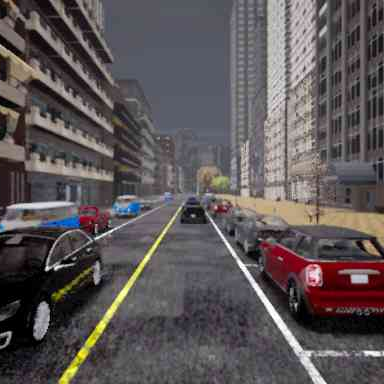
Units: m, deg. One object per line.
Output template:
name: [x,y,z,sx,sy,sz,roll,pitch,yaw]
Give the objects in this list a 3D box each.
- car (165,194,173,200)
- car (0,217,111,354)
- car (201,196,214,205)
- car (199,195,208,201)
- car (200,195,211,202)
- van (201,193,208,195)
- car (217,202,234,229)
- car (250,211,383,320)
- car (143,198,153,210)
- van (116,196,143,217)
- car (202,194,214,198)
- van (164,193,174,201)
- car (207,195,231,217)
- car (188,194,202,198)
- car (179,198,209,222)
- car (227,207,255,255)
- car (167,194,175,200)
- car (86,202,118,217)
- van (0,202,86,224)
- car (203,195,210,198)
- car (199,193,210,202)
car: [-5.732,1.297,84.432,1.752,1.417,4.829,0,0,0]
car: [-3.101,1.482,6.345,1.837,1.490,4.892,0,0,0]
car: [2.664,1.381,56.992,2.008,1.369,4.403,0,0,0]
car: [2.652,1.348,79.083,1.947,1.339,4.313,0,0,0]
car: [2.658,1.356,68.037,2.008,1.369,4.403,0,0,0]
van: [2.667,1.185,51.469,1.690,1.788,3.998,0,0,0]
car: [2.684,1.489,18.333,2.008,1.369,4.403,0,0,0]
car: [2.691,1.415,7.286,1.967,1.590,4.097,0,0,0]
car: [-5.708,1.421,40.419,2.008,1.369,4.403,0,0,0]
van: [-5.702,1.243,29.373,1.690,1.788,3.998,0,0,0]
car: [2.670,1.402,45.946,1.887,1.381,4.507,0,0,0]
van: [-5.728,1.123,79.078,1.690,1.788,3.998,0,0,0]
car: [2.679,1.343,29.377,1.967,1.590,4.097,0,0,0]
car: [0.077,1.383,45.576,1.812,1.442,4.674,0,0,0]
car: [0.086,1.418,25.584,1.837,1.490,4.892,0,0,0]
car: [2.687,1.507,12.809,2.008,1.369,4.403,0,0,0]
car: [-5.735,1.328,90.125,1.947,1.339,4.313,0,0,0]
car: [-5.697,1.482,18.329,1.887,1.381,4.507,0,0,0]
van: [-5.693,1.297,12.805,1.690,1.788,3.998,0,0,0]
car: [2.673,1.437,40.423,1.947,1.339,4.313,0,0,0]
car: [2.655,1.109,73.560,2.192,1.841,5.009,0,0,0]
